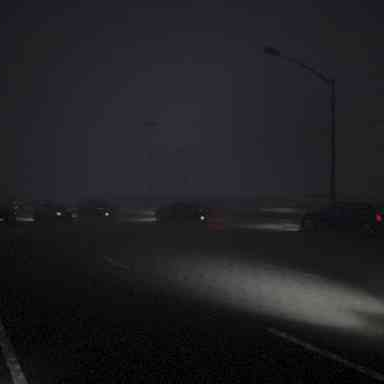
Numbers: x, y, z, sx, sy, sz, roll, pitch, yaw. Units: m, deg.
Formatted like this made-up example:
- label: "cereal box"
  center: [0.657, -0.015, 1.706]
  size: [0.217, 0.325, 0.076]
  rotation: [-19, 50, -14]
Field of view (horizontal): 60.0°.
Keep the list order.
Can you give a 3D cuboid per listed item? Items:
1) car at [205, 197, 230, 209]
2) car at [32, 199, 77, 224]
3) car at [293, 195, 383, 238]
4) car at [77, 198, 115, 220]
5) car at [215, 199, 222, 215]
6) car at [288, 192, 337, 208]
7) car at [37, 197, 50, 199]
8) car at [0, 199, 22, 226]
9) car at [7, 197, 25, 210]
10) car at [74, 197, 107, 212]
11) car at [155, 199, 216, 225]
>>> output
- label: "car"
  center: [2.006, 1.323, 38.079]
  size: [4.674, 1.442, 1.812]
  rotation: [0, 0, 12]
- label: "car"
  center: [-10.242, 1.463, 24.257]
  size: [1.994, 1.385, 4.181]
  rotation: [0, 0, -36]
- label: "car"
  center: [7.899, 1.242, 17.193]
  size: [2.097, 1.767, 4.553]
  rotation: [0, 0, -36]
- label: "car"
  center: [-7.796, 1.385, 26.841]
  size: [1.837, 1.490, 4.892]
  rotation: [0, 1, -36]
- label: "car"
  center: [0.075, 1.455, 27.932]
  size: [1.895, 1.301, 4.718]
  rotation: [0, 0, -36]
- label: "car"
  center: [13.724, 0.994, 37.487]
  size: [5.566, 2.045, 2.150]
  rotation: [0, 0, -7]
- label: "car"
  center: [-18.559, 1.355, 41.579]
  size: [1.812, 1.442, 4.674]
  rotation: [0, 1, -36]
- label: "car"
  center: [-12.552, 1.444, 21.486]
  size: [1.812, 1.442, 4.674]
  rotation: [0, 1, -36]
- label: "car"
  center: [-20.719, 1.356, 38.626]
  size: [1.837, 1.490, 4.892]
  rotation: [0, 1, -36]
- label: "car"
  center: [-11.775, 1.378, 38.239]
  size: [2.033, 1.411, 5.357]
  rotation: [0, 0, -36]
- label: "car"
  center: [-0.766, 1.386, 23.144]
  size: [1.837, 1.490, 4.892]
  rotation: [0, 0, -36]
